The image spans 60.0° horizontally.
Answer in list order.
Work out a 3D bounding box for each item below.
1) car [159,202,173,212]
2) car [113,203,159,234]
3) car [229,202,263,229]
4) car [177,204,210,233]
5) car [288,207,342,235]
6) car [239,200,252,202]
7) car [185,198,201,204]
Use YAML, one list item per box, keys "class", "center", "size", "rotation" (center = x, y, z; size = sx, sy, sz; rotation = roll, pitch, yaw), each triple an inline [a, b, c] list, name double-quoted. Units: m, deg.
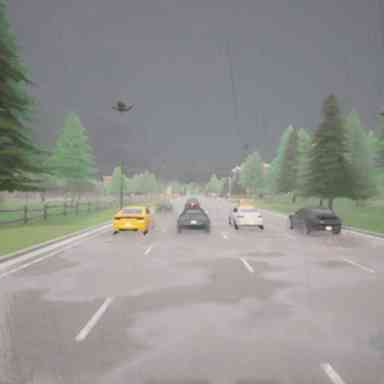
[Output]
- class: "car"
  center: [-3.428, 1.871, 42.424]
  size: [1.895, 1.301, 4.718]
  rotation: [0, 0, 0]
- class: "car"
  center: [-3.394, 1.606, 20.176]
  size: [1.882, 1.535, 5.008]
  rotation: [0, 0, 0]
- class: "car"
  center: [3.594, 1.669, 22.517]
  size: [1.812, 1.442, 4.674]
  rotation: [0, 0, 0]
- class: "car"
  center: [0.106, 1.698, 20.963]
  size: [1.994, 1.385, 4.181]
  rotation: [0, 0, 0]
- class: "car"
  center: [7.105, 1.632, 19.688]
  size: [1.837, 1.490, 4.892]
  rotation: [0, 0, 0]
- class: "car"
  center: [7.087, 1.760, 44.529]
  size: [1.882, 1.535, 5.008]
  rotation: [0, 0, 0]
- class: "car"
  center: [0.083, 1.631, 44.067]
  size: [2.097, 1.767, 4.553]
  rotation: [0, 0, 0]
